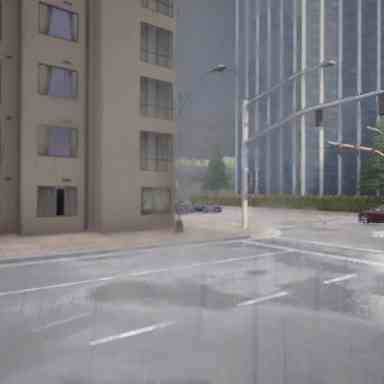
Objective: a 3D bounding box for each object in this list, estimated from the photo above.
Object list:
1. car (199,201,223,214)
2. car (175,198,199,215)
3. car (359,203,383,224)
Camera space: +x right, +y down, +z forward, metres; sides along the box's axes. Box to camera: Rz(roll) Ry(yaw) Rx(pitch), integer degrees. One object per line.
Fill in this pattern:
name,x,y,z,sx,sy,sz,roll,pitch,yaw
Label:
car,1.565,1.720,37.529,1.994,1.385,4.181,0,0,-35
car,-1.723,1.485,36.128,2.097,1.767,4.553,0,0,-35
car,14.213,1.524,23.768,2.097,1.767,4.553,0,0,-16
